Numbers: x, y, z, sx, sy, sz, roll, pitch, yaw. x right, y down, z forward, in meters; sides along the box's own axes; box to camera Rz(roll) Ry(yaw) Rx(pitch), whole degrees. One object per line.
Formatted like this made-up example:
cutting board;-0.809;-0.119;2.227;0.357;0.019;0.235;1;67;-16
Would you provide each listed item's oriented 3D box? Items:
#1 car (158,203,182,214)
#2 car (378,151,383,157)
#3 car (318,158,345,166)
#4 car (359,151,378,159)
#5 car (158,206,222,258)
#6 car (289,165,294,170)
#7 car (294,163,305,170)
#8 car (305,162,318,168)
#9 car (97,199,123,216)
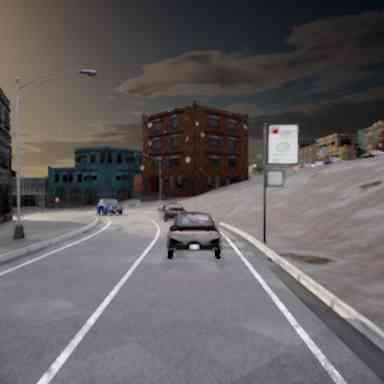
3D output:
car;-1.734;1.713;28.381;1.837;1.490;4.892;0;-1;-13
car;21.868;-4.066;34.063;2.231;1.521;4.892;0;1;-1
car;21.505;-4.452;50.517;2.185;1.767;4.553;0;1;-1
car;21.740;-4.161;39.581;2.231;1.521;4.892;0;1;-1
car;0.055;1.518;12.846;2.128;1.511;4.902;0;0;-1
car;21.145;-4.695;67.202;2.185;1.767;4.553;0;1;-1
car;21.264;-4.617;61.683;2.185;1.767;4.553;0;1;-1
car;21.386;-4.368;56.011;2.002;1.452;4.674;0;1;-1
car;-10.113;1.823;40.801;2.150;2.045;5.566;0;-2;-27
